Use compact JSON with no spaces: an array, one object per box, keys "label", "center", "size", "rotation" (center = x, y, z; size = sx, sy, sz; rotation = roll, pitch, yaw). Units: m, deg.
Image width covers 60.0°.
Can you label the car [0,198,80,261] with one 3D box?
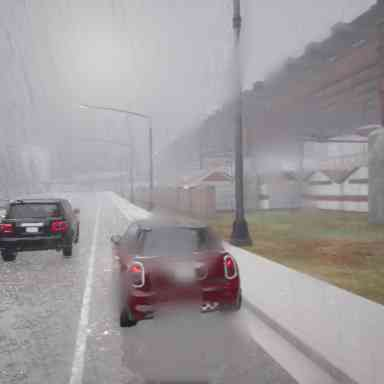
[{"label":"car","center":[-5.685,1.276,12.951],"size":[2.150,2.045,5.566],"rotation":[-1,0,-15]}]

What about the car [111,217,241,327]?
[{"label":"car","center":[-0.661,1.342,7.367],"size":[2.097,1.767,4.553],"rotation":[-1,0,-15]}]
